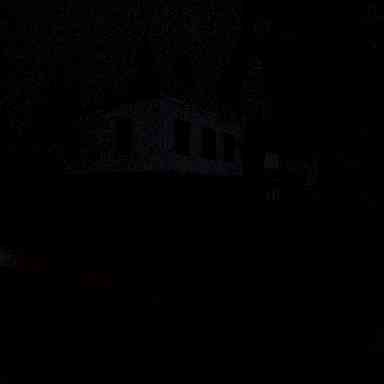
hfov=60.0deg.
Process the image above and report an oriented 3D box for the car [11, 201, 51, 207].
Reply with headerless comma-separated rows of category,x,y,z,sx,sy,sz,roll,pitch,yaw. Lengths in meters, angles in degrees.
car,-14.724,1.528,29.203,2.033,1.411,5.357,0,0,29
